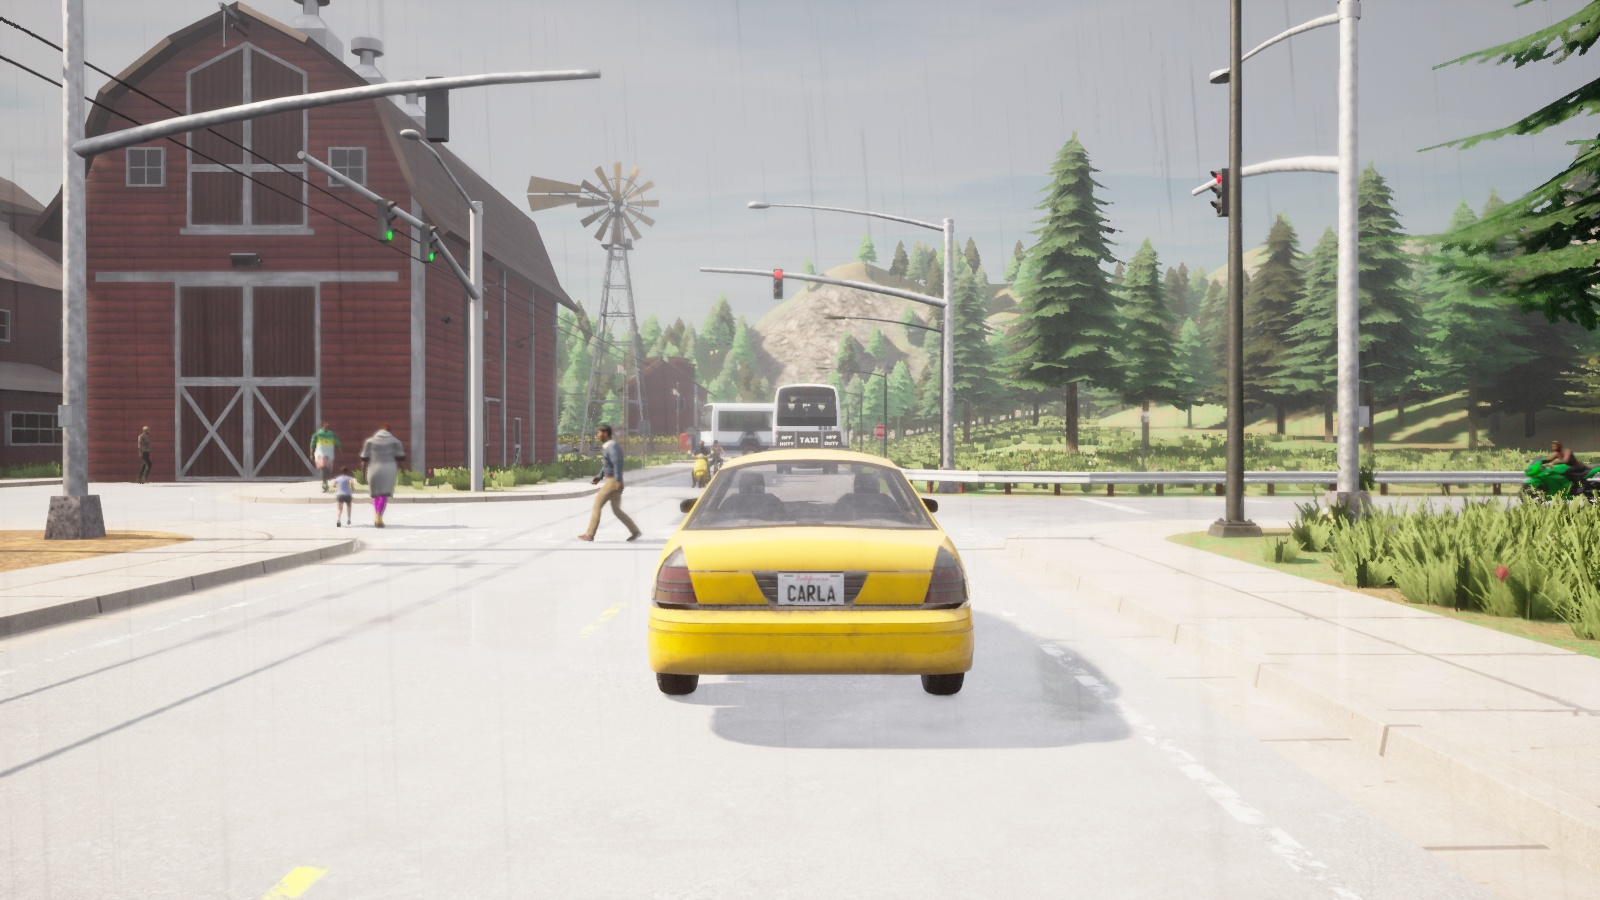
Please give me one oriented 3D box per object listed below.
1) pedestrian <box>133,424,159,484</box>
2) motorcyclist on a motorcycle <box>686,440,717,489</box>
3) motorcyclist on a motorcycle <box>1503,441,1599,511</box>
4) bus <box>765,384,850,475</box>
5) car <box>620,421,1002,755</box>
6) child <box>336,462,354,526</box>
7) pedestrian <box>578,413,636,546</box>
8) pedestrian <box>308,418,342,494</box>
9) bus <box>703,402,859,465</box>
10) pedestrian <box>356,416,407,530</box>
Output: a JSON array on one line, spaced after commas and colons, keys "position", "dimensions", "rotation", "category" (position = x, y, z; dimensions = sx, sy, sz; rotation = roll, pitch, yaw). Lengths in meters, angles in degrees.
[{"position": [-20.363, 0.125, 39.108], "dimensions": [0.634, 1.846, 0.331], "rotation": [0, 0, 0], "category": "pedestrian"}, {"position": [-3.259, 0.462, 41.690], "dimensions": [0.866, 1.590, 1.817], "rotation": [0, 0, 0], "category": "motorcyclist on a motorcycle"}, {"position": [16.792, 0.558, 27.785], "dimensions": [2.044, 1.523, 0.797], "rotation": [0, 0, -1], "category": "motorcyclist on a motorcycle"}, {"position": [0.361, -0.989, 63.582], "dimensions": [3.944, 4.253, 10.273], "rotation": [0, 0, 0], "category": "bus"}, {"position": [0.063, 0.637, 8.603], "dimensions": [1.801, 1.575, 5.366], "rotation": [0, 0, 0], "category": "car"}, {"position": [-8.004, 0.769, 22.091], "dimensions": [0.255, 1.110, 0.394], "rotation": [0, 0, -12], "category": "child"}, {"position": [-2.859, 0.434, 18.657], "dimensions": [0.788, 1.949, 0.423], "rotation": [0, 0, 1], "category": "pedestrian"}, {"position": [-12.320, 0.152, 32.562], "dimensions": [0.659, 1.952, 0.873], "rotation": [0, 0, -34], "category": "pedestrian"}, {"position": [-1.369, -1.128, 88.600], "dimensions": [10.273, 4.253, 3.944], "rotation": [0, 0, -20], "category": "bus"}, {"position": [-7.290, 0.392, 21.905], "dimensions": [0.659, 1.952, 0.873], "rotation": [0, 0, -6], "category": "pedestrian"}]
